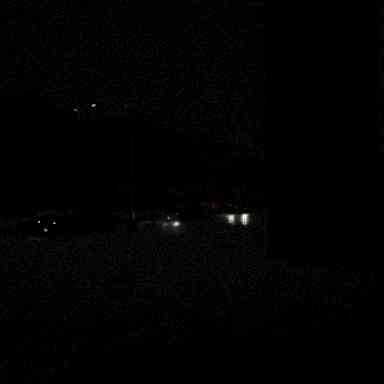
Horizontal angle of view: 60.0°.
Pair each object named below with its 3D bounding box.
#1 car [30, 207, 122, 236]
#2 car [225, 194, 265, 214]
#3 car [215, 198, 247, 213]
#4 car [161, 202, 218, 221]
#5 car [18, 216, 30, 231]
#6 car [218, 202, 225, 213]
[{"bbox_3d":[-6.458,1.691,19.344,1.895,1.301,4.718,-1,0,35],"label":"car"},{"bbox_3d":[6.278,1.280,37.191,2.150,2.045,5.566,-1,0,36],"label":"car"},{"bbox_3d":[4.654,1.524,39.308,1.967,1.590,4.097,-1,0,35],"label":"car"},{"bbox_3d":[-0.274,1.619,28.020,2.033,1.411,5.357,-1,0,36],"label":"car"},{"bbox_3d":[-8.528,1.663,20.807,2.008,1.369,4.403,0,0,35],"label":"car"},{"bbox_3d":[1.359,1.669,34.682,1.802,1.307,4.206,-1,0,35],"label":"car"}]
